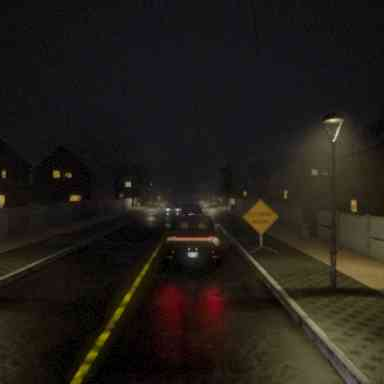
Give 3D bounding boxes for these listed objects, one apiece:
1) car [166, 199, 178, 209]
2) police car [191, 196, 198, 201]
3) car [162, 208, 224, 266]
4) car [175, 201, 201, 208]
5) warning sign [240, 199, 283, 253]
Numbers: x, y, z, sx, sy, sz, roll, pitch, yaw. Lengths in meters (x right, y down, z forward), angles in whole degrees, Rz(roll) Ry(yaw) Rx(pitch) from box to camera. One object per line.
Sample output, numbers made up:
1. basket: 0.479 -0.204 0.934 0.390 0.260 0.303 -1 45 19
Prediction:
1. car: -2.933 1.771 51.441 1.812 1.442 4.674 0 0 0
2. police car: 0.653 1.814 87.094 1.930 1.638 5.238 0 0 0
3. car: 0.029 1.553 11.722 2.128 1.511 4.902 0 0 0
4. car: -0.011 1.678 26.023 2.033 1.411 5.357 0 0 0
5. warning sign: 2.480 1.178 11.998 1.300 1.860 1.060 -1 -1 0
